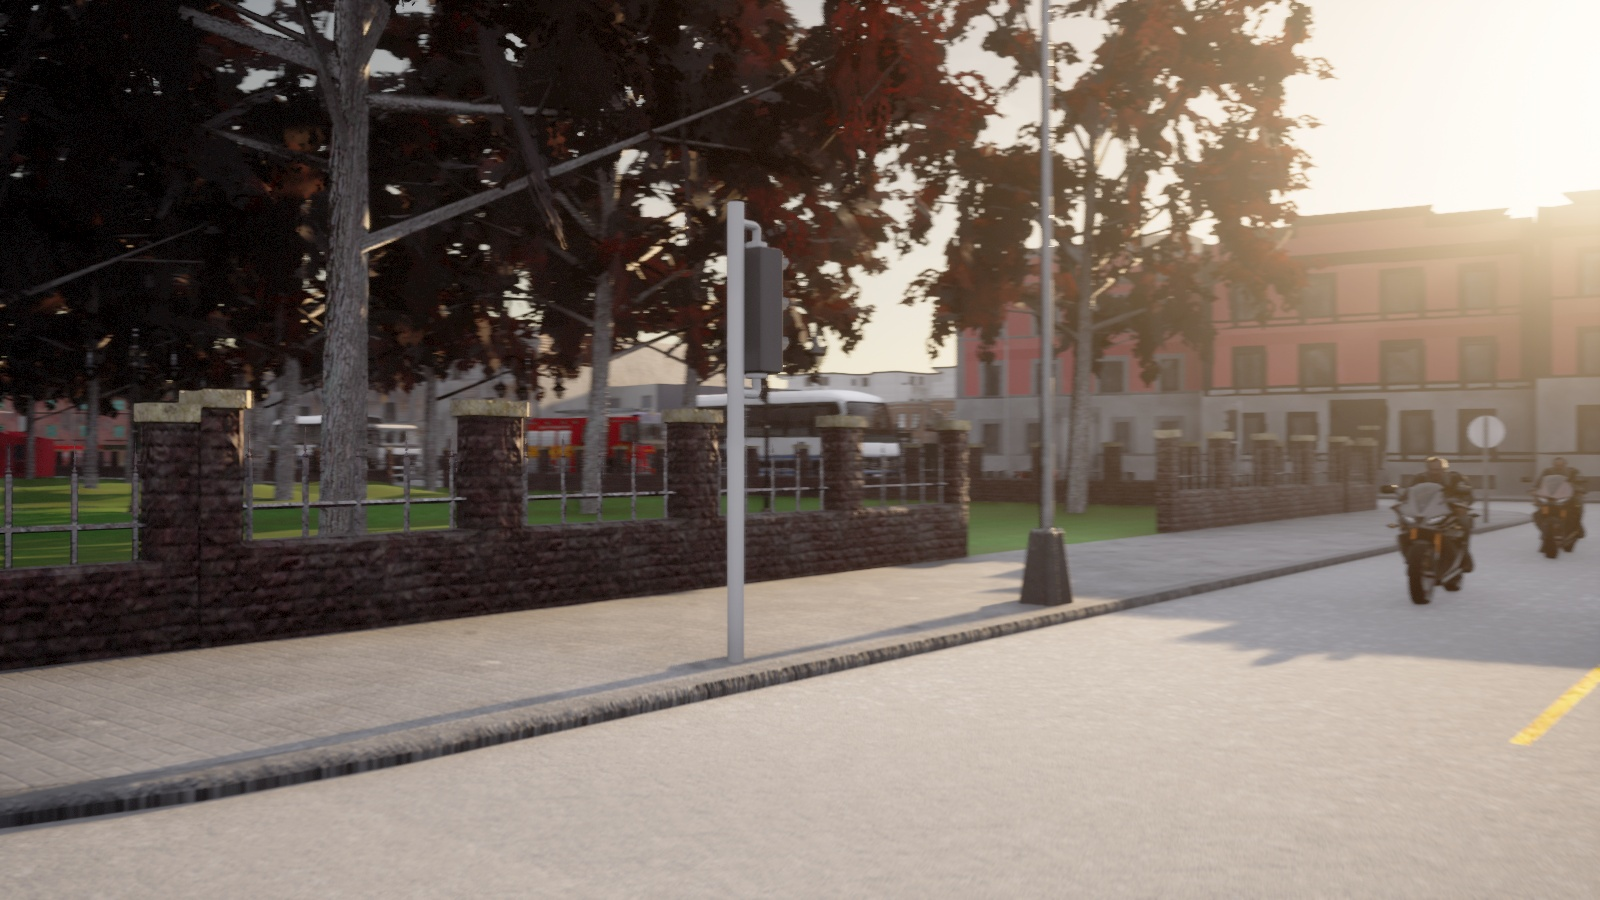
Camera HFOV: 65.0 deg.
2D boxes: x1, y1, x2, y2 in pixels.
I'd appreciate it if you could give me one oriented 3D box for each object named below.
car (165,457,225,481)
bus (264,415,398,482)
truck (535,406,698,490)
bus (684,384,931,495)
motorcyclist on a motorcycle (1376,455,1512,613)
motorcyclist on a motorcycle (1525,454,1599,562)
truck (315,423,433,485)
[{"bbox_3d":[-43.045,1.325,89.271,4.856,1.649,2.033,0,0,40],"label":"car"},{"bbox_3d":[-31.849,-0.051,85.102,10.273,4.253,3.944,0,0,40],"label":"bus"},{"bbox_3d":[-8.960,-0.064,60.645,8.468,3.827,2.891,0,0,40],"label":"truck"},{"bbox_3d":[0.130,-0.354,52.993,10.273,4.253,3.944,0,0,40],"label":"bus"},{"bbox_3d":[6.851,0.822,13.295,0.866,1.530,2.191,0,0,38],"label":"motorcyclist on a motorcycle"},{"bbox_3d":[11.616,0.830,18.904,0.866,1.530,2.191,0,0,39],"label":"motorcyclist on a motorcycle"},{"bbox_3d":[-25.305,0.259,74.388,7.936,3.462,2.891,0,0,40],"label":"truck"}]
